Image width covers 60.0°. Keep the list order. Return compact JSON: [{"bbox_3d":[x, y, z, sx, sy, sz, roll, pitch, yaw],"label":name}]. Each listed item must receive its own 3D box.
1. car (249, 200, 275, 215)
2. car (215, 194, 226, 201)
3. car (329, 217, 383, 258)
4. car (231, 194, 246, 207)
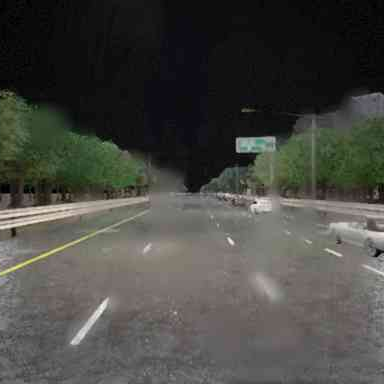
[{"bbox_3d":[7.070,1.531,33.634,1.812,1.442,4.674,0,0,0],"label":"car"},{"bbox_3d":[7.303,1.452,81.716,1.837,1.490,4.892,0,0,0],"label":"car"},{"bbox_3d":[7.013,1.605,12.727,1.895,1.301,4.718,0,0,0],"label":"car"},{"bbox_3d":[7.153,1.472,51.591,2.128,1.511,4.902,0,0,0],"label":"car"}]
